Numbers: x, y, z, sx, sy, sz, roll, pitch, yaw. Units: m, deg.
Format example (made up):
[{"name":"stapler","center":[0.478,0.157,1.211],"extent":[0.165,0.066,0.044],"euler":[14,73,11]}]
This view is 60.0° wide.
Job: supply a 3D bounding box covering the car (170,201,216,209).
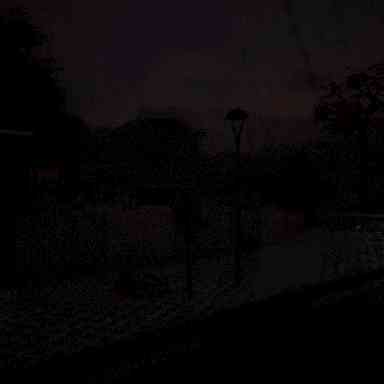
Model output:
[{"name":"car","center":[0.204,1.416,28.194],"extent":[4.553,1.767,2.097],"euler":[0,3,39]}]
